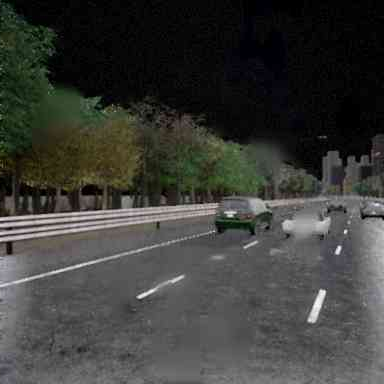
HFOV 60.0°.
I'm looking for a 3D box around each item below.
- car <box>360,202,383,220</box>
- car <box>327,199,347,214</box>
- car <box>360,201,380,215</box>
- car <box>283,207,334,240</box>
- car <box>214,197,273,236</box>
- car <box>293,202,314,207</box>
[{"bbox_3d":[16.439,1.772,30.230,1.994,1.385,4.181,0,-1,27],"label":"car"},{"bbox_3d":[17.726,1.651,40.501,2.097,1.767,4.553,0,-1,27],"label":"car"},{"bbox_3d":[20.876,1.854,39.120,1.994,1.385,4.181,0,-1,26],"label":"car"},{"bbox_3d":[6.238,1.691,17.719,1.895,1.301,4.718,0,0,27],"label":"car"},{"bbox_3d":[3.140,1.322,19.380,2.150,2.045,5.566,0,-1,26],"label":"car"},{"bbox_3d":[13.177,1.883,39.252,1.895,1.301,4.718,0,-1,27],"label":"car"}]
